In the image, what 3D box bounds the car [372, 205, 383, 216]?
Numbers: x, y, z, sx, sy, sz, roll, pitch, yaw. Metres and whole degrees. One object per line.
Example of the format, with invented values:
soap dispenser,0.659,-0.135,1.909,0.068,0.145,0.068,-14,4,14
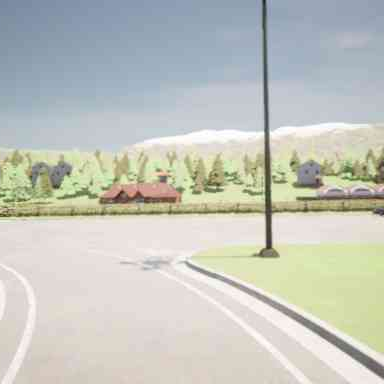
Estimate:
car,19.238,1.500,30.561,4.892,1.490,1.837,-1,-1,2
